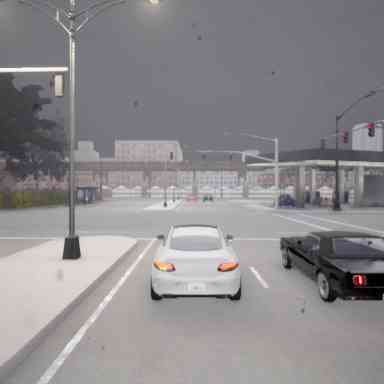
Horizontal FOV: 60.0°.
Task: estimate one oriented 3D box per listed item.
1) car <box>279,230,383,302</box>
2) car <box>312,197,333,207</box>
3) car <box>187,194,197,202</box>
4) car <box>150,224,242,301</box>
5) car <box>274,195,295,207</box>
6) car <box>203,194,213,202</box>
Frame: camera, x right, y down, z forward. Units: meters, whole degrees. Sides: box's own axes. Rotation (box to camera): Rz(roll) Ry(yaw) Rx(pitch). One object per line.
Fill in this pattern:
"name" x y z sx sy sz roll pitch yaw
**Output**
"car" 3.587 1.597 8.178 1.895 1.301 4.718 0 0 0
"car" 18.955 1.419 48.500 1.970 1.475 3.806 0 0 0
"car" -0.001 1.228 72.381 2.097 1.767 4.553 0 0 0
"car" 0.082 1.514 8.194 1.812 1.442 4.674 0 0 0
"car" 13.210 1.247 47.737 2.242 1.667 4.611 0 0 0
"car" 3.499 1.235 72.381 2.097 1.767 4.553 0 0 0
